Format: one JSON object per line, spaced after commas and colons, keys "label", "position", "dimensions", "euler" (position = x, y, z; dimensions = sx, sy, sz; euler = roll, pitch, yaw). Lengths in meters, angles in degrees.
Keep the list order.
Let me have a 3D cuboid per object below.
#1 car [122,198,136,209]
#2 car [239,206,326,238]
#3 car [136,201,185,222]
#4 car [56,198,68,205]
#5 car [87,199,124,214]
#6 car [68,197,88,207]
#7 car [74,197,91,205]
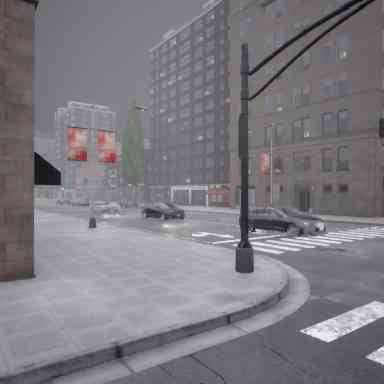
{"label": "car", "position": [-9.751, 1.673, 49.293], "dimensions": [2.128, 1.511, 4.902], "euler": [0, -1, -36]}
{"label": "car", "position": [4.737, 1.532, 18.002], "dimensions": [2.128, 1.511, 4.902], "euler": [0, 0, -39]}
{"label": "car", "position": [-2.483, 1.565, 27.679], "dimensions": [1.882, 1.535, 5.008], "euler": [0, 0, -36]}
{"label": "car", "position": [-25.225, 1.804, 65.260], "dimensions": [2.033, 1.411, 5.357], "euler": [0, 0, -36]}
{"label": "car", "position": [-9.982, 1.738, 38.140], "dimensions": [1.895, 1.301, 4.718], "euler": [0, 0, -36]}
{"label": "car", "position": [-19.024, 1.783, 56.636], "dimensions": [1.994, 1.385, 4.181], "euler": [0, 0, -36]}
{"label": "car", "position": [-21.850, 1.760, 66.140], "dimensions": [1.837, 1.490, 4.892], "euler": [0, 0, -36]}
